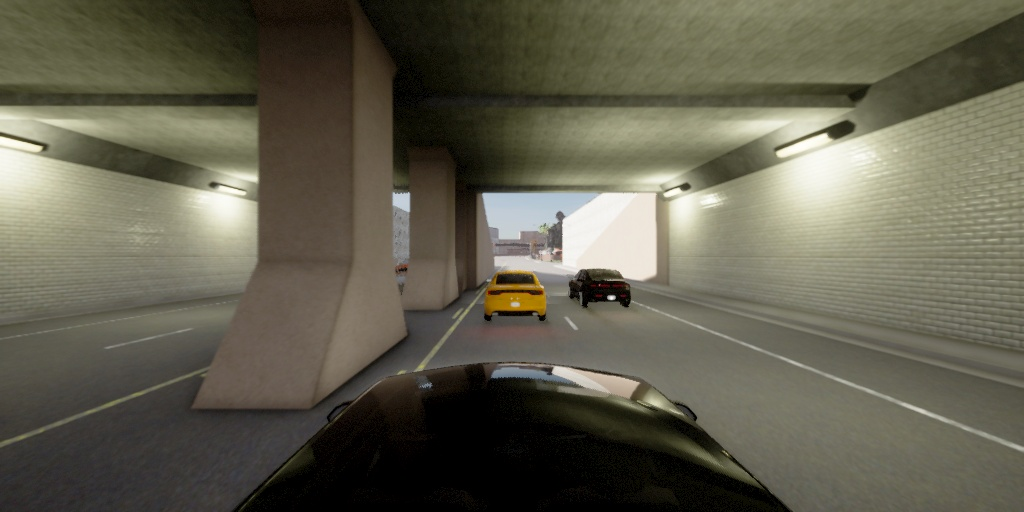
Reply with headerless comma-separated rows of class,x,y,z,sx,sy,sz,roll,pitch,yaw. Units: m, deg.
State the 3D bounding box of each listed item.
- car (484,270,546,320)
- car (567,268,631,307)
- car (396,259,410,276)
car,0.098,1.229,12.674,1.882,1.535,5.008,0,0,0
car,3.598,1.256,15.376,1.837,1.490,4.892,0,0,0
car,-10.596,1.106,37.720,2.097,1.767,4.553,0,0,0
